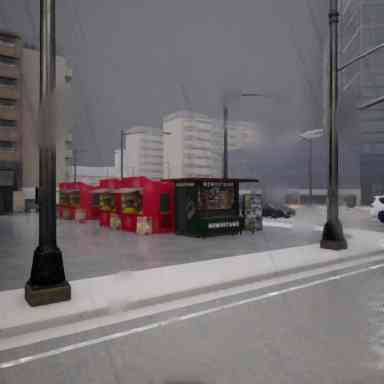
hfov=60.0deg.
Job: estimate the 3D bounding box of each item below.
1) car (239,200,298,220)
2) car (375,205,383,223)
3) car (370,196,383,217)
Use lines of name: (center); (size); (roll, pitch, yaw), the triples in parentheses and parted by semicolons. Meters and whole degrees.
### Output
car: (6.932, 1.703, 30.409); (2.033, 1.411, 5.357); (0, -1, -36)
car: (14.244, 1.643, 20.346); (1.895, 1.301, 4.718); (0, 0, -36)
car: (15.945, 1.277, 24.036); (2.150, 2.045, 5.566); (0, 0, -37)
